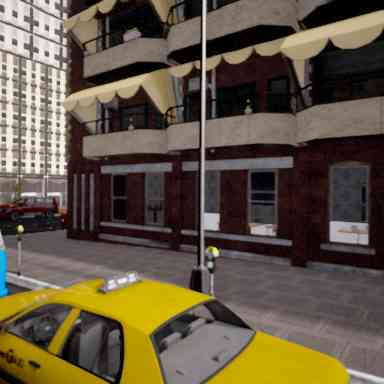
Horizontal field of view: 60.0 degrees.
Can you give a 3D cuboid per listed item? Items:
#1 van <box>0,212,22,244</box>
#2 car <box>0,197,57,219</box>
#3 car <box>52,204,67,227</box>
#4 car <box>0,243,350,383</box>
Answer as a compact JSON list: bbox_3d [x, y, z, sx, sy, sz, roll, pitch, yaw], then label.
[{"bbox_3d":[-5.362,1.349,6.685,3.998,1.788,1.690,0,1,36],"label":"van"},{"bbox_3d":[-13.800,1.371,28.139,2.192,1.841,5.009,1,0,36],"label":"car"},{"bbox_3d":[-7.012,1.708,23.230,1.887,1.381,4.507,1,0,36],"label":"car"},{"bbox_3d":[-0.939,1.528,3.532,4.829,1.417,1.752,0,1,36],"label":"car"}]
